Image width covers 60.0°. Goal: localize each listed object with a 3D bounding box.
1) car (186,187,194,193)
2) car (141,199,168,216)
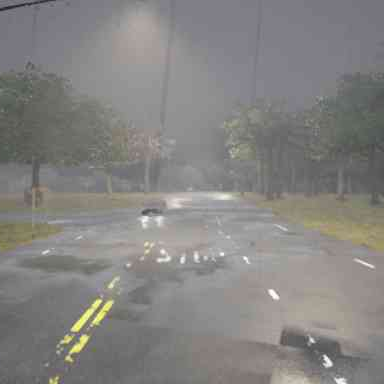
[{"bbox_3d":[-0.556,-0.559,91.260,1.882,1.535,5.008,0,1,7],"label":"car"},{"bbox_3d":[-3.175,1.303,29.385,2.033,1.411,5.357,0,0,2],"label":"car"}]
